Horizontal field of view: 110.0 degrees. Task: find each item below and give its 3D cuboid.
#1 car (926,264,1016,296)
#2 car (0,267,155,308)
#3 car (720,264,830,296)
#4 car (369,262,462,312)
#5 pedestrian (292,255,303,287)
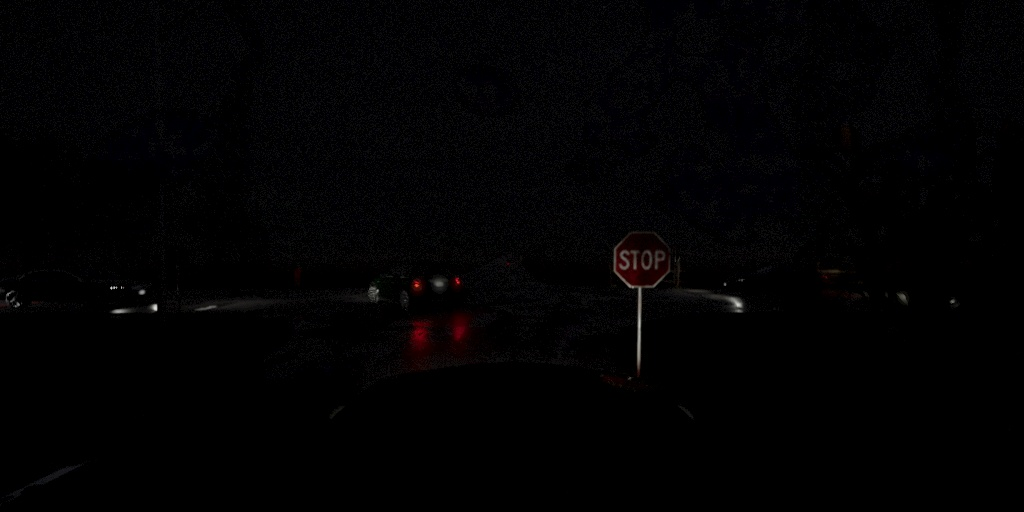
[{"bbox_3d":[22.695,1.094,17.583,5.008,1.535,1.882,0,2,0],"label":"car"},{"bbox_3d":[-17.306,1.194,14.386,4.902,1.511,2.128,0,2,0],"label":"car"},{"bbox_3d":[12.794,1.114,17.562,4.674,1.442,1.812,0,2,1],"label":"car"},{"bbox_3d":[-3.890,1.003,14.021,2.097,1.767,4.553,-2,1,-40],"label":"car"},{"bbox_3d":[-12.227,0.823,20.384,0.375,1.860,0.375,0,2,0],"label":"pedestrian"}]
